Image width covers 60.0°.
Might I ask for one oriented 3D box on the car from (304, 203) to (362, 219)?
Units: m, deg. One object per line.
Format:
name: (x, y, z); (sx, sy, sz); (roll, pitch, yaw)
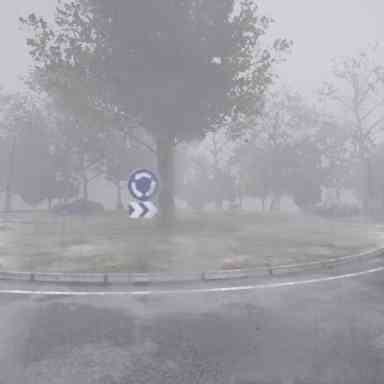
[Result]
car: (11.964, 1.593, 28.694); (1.895, 1.301, 4.718); (0, 0, -26)

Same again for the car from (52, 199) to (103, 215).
car: (-11.624, 1.470, 33.898); (5.008, 1.535, 1.882); (0, 0, -33)
